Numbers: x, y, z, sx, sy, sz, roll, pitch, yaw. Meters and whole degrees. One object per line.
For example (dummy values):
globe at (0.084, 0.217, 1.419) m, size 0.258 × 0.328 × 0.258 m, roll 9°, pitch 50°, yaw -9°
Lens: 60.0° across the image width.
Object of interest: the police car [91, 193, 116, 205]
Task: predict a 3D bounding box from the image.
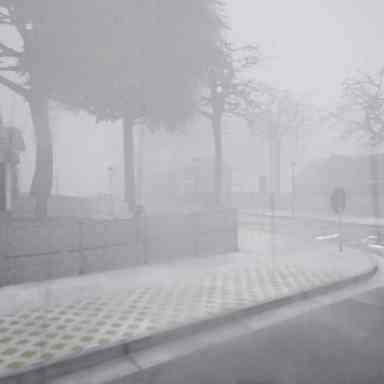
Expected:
police car at (-10.740, 0.944, 40.344) m, size 2.038 × 1.542 × 4.974 m, roll -1°, pitch 1°, yaw -35°
